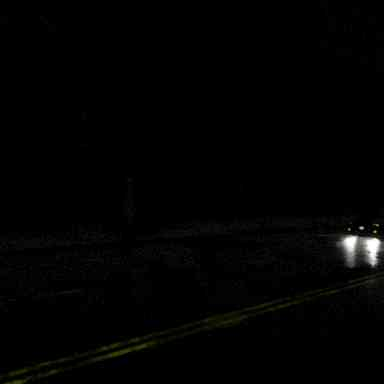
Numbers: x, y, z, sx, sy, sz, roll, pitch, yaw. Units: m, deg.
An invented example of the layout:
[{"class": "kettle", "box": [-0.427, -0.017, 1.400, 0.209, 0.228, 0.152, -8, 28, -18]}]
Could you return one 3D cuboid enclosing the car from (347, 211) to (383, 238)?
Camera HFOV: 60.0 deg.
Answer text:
[{"class": "car", "box": [10.979, 1.823, 19.516, 4.181, 1.385, 1.994, 1, -1, -36]}]
